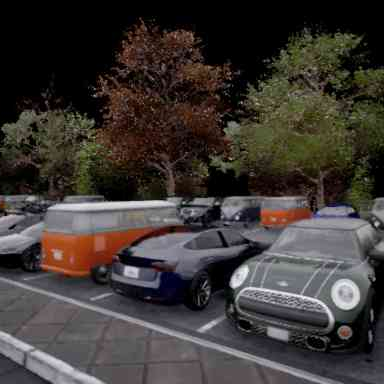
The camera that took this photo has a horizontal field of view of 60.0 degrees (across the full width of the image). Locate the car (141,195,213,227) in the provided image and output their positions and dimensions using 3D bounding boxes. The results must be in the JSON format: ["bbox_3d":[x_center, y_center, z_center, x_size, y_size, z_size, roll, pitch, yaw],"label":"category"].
[{"bbox_3d":[-0.987,1.282,25.035,2.435,2.045,5.566,0,0,36],"label":"car"}]

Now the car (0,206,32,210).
[{"bbox_3d":[-8.758,1.567,14.512,2.163,1.488,4.792,0,0,36],"label":"car"}]

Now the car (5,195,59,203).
[{"bbox_3d":[-16.767,1.363,36.519,2.435,2.045,5.566,0,0,36],"label":"car"}]

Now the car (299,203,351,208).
[{"bbox_3d":[7.991,1.486,18.541,2.097,1.535,5.008,0,0,36],"label":"car"}]

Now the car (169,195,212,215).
[{"bbox_3d":[1.253,1.270,23.404,2.435,2.045,5.566,0,0,36],"label":"car"}]

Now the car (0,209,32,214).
[{"bbox_3d":[-6.513,1.556,12.878,2.163,1.488,4.792,0,0,36],"label":"car"}]

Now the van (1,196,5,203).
[{"bbox_3d":[-18.922,1.400,38.267,1.878,1.987,4.442,0,0,36],"label":"van"}]

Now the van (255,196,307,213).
[{"bbox_3d":[5.817,1.272,20.261,1.878,1.987,4.442,0,0,36],"label":"van"}]

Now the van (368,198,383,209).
[{"bbox_3d":[10.177,1.252,16.810,1.878,1.987,4.442,0,0,36],"label":"van"}]

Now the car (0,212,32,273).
[{"bbox_3d":[-4.268,1.544,11.244,2.163,1.488,4.792,0,0,36],"label":"car"}]

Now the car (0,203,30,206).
[{"bbox_3d":[-11.094,1.546,16.019,1.946,1.575,5.366,0,0,36],"label":"car"}]

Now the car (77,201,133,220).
[{"bbox_3d":[-7.789,1.608,30.023,2.002,1.452,4.674,0,0,36],"label":"car"}]

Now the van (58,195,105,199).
[{"bbox_3d":[-9.963,1.354,31.746,1.878,1.987,4.442,0,0,36],"label":"van"}]

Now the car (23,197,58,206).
[{"bbox_3d":[-14.412,1.602,34.834,2.097,1.535,5.008,0,0,36],"label":"car"}]

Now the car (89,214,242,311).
[{"bbox_3d":[0.256,1.521,8.024,2.163,1.488,4.792,0,0,36],"label":"car"}]

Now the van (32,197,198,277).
[{"bbox_3d":[-1.939,1.277,9.729,1.878,1.987,4.442,0,0,36],"label":"van"}]

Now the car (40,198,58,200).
[{"bbox_3d":[-12.170,1.631,33.206,2.002,1.452,4.674,0,0,36],"label":"car"}]

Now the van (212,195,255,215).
[{"bbox_3d":[3.440,1.284,21.703,1.878,1.987,4.442,0,0,36],"label":"van"}]

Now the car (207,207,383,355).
[{"bbox_3d":[2.498,1.357,6.394,2.185,1.767,4.553,0,0,36],"label":"car"}]
